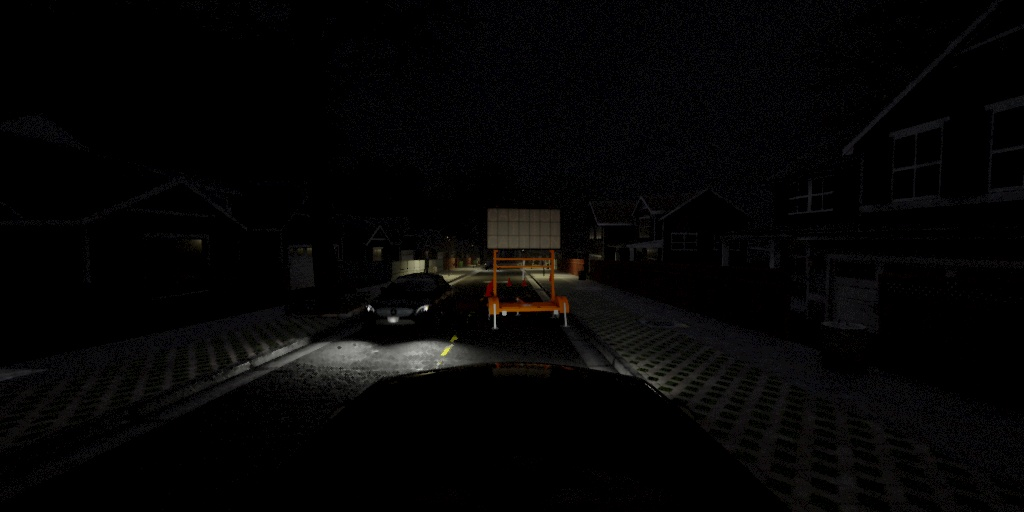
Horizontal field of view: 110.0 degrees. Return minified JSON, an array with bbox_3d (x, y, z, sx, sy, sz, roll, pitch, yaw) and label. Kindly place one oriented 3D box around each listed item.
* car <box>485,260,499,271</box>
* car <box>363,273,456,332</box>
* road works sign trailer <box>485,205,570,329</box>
[{"bbox_3d":[-2.798,1.314,51.086,1.812,1.442,4.674,0,0,0],"label":"car"},{"bbox_3d":[-2.859,1.270,10.949,1.812,1.442,4.674,0,0,0],"label":"car"},{"bbox_3d":[0.352,0.209,11.333,2.380,3.560,2.880,0,0,-7],"label":"road works sign trailer"}]
